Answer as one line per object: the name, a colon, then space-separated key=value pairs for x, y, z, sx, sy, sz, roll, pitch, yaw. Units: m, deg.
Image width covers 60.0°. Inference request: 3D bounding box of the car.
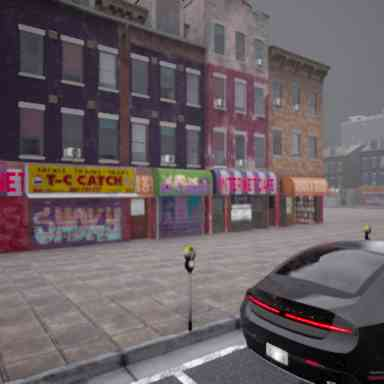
car: x=2.891 y=1.497 z=5.009 sx=4.892 sy=1.490 sz=1.837 roll=0 pitch=0 yaw=-35
